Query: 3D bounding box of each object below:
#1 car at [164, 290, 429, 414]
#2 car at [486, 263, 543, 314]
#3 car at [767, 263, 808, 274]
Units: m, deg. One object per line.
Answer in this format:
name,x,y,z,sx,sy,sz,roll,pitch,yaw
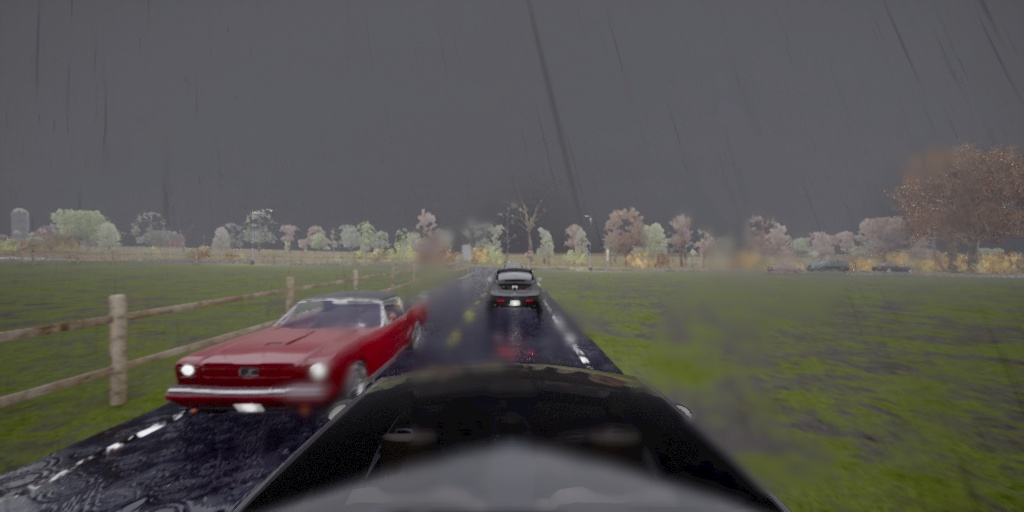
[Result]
car,-2.851,1.324,6.090,1.895,1.301,4.718,0,0,0
car,0.102,1.185,13.391,1.837,1.490,4.892,0,0,0
car,39.117,1.782,51.338,4.181,1.385,1.994,1,1,0
